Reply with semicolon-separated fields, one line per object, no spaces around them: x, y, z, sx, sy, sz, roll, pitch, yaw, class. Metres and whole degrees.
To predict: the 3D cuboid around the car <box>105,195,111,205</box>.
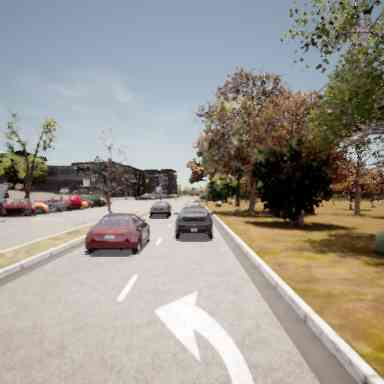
-16.719;1.426;54.565;5.566;2.045;2.435;-1;-1;-20;car

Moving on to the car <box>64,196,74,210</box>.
-16.820;1.603;39.510;4.792;1.488;2.163;-1;0;-20;car

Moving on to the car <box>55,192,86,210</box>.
-16.820;1.343;42.516;5.566;2.045;2.435;-1;0;-20;car

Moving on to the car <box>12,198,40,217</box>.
-16.772;1.396;30.531;4.553;1.767;2.185;-1;0;-20;car

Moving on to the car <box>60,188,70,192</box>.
-34.166;-0.082;89.320;2.435;2.045;5.566;6;-3;-19;car

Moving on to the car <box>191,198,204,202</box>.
0.103;1.658;35.572;1.895;1.301;4.718;0;0;0;car

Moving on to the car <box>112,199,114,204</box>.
-16.629;1.594;60.578;4.553;1.767;2.185;-1;0;-19;car

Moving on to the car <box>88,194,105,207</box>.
-16.791;1.405;51.529;5.566;2.045;2.435;-1;0;-20;car

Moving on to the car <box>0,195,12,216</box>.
-16.833;1.248;24.505;5.566;2.045;2.435;-1;0;-20;car

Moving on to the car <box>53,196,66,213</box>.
-16.804;1.556;36.526;4.892;1.521;2.231;-1;-1;-20;car

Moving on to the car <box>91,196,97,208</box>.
-16.771;1.675;48.531;4.674;1.452;2.002;-1;0;-20;car

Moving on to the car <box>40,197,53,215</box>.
-16.833;1.412;33.517;4.553;1.767;2.185;-1;-1;-20;car

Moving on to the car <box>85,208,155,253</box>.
-2.899;1.555;13.726;1.994;1.385;4.181;0;0;0;car

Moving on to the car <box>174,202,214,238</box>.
0.101;1.498;17.690;1.837;1.490;4.892;0;0;0;car

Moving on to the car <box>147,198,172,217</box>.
-2.898;1.583;31.597;2.033;1.411;5.357;0;0;0;car

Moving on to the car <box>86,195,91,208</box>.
-16.960;1.613;45.464;5.366;1.575;1.946;-1;0;-20;car
